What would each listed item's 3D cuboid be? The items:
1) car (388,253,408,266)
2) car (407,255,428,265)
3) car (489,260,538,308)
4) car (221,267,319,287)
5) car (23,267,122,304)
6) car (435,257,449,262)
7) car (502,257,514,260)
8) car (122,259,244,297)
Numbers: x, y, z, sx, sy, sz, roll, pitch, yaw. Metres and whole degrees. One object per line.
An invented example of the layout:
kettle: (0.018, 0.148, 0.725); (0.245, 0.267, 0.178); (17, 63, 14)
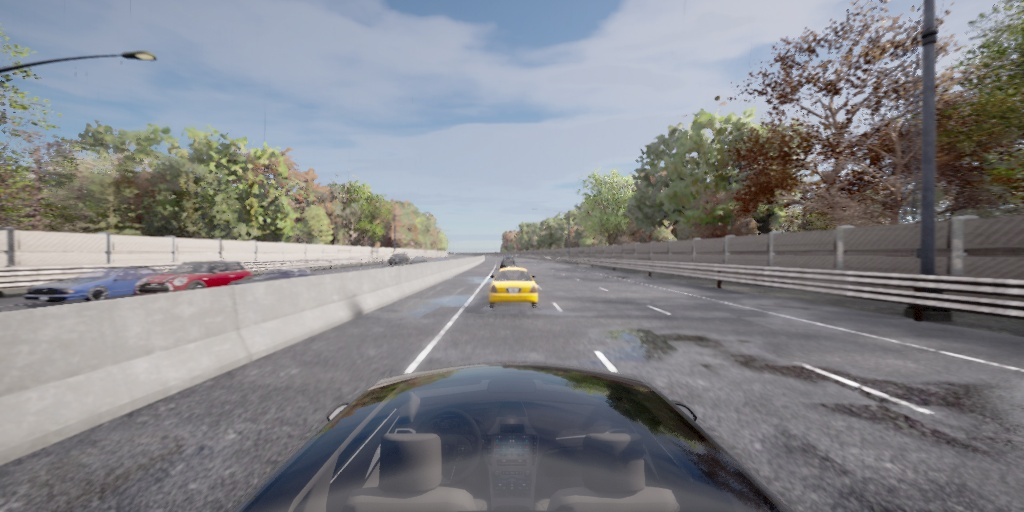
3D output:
car: (-18.473, 0.571, 58.867); (2.150, 2.045, 5.566); (0, 0, -1)
car: (-14.952, 0.833, 57.794); (1.882, 1.535, 5.008); (0, 0, -1)
car: (0.039, 1.115, 14.683); (1.801, 1.575, 5.366); (0, 0, 0)
car: (-10.674, 1.249, 16.777); (1.895, 1.301, 4.718); (0, 0, 0)
car: (-17.669, 1.203, 16.168); (2.033, 1.411, 5.357); (0, 0, 0)
car: (-11.485, 0.892, 59.481); (2.033, 1.411, 5.357); (0, 0, -1)
car: (-0.528, 0.857, 47.712); (2.033, 1.649, 4.856); (0, 0, -1)
car: (-14.170, 1.005, 16.339); (2.097, 1.767, 4.553); (0, 0, 0)
